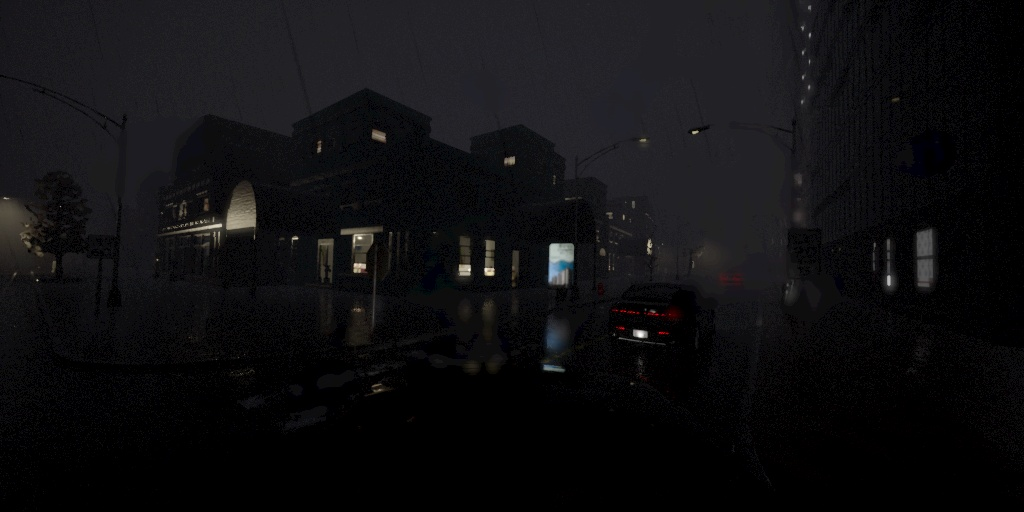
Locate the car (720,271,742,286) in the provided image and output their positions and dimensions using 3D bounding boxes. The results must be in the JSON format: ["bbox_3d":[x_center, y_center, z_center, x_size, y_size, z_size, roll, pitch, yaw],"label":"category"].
[{"bbox_3d":[23.098,2.416,37.822,2.033,1.411,5.357,0,-1,32],"label":"car"}]

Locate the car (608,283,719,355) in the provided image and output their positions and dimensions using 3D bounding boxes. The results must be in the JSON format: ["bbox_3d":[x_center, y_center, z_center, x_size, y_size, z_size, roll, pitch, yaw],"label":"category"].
[{"bbox_3d":[4.069,1.431,9.392,1.837,1.490,4.892,0,-2,36],"label":"car"}]
